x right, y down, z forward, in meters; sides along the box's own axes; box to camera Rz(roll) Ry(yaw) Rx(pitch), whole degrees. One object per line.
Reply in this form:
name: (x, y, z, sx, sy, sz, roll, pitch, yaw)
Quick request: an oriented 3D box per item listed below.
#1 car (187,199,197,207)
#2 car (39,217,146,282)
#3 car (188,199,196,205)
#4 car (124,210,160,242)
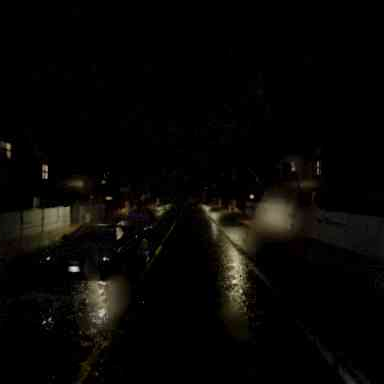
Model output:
car: (-0.038, 2.181, 65.847, 1.882, 1.535, 5.008, 0, -1, 0)
car: (-2.790, 1.676, 9.934, 1.994, 1.385, 4.181, 0, -1, 1)
car: (-0.042, 2.239, 76.164, 1.895, 1.301, 4.718, 0, -1, 0)
car: (-2.785, 1.721, 17.712, 1.812, 1.442, 4.674, 0, -1, 0)
